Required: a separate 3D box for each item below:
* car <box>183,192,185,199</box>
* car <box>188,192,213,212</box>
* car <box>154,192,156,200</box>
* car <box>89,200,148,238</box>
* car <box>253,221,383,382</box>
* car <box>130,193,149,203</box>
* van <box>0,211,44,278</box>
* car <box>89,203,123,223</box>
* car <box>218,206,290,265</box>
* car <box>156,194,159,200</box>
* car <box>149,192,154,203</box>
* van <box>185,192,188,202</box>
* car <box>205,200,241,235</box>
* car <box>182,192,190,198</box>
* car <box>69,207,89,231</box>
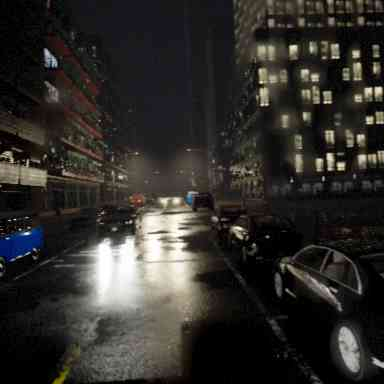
[{"bbox_3d":[-0.103,1.043,56.268,1.947,1.339,4.313,-2,1,-3],"label":"car"},{"bbox_3d":[1.063,0.955,33.506,2.192,1.841,5.009,-2,0,-3],"label":"car"},{"bbox_3d":[-9.023,1.245,67.354,1.967,1.590,4.097,-2,1,-3],"label":"car"},{"bbox_3d":[-3.882,1.516,18.520,2.128,1.511,4.902,-3,1,-3],"label":"car"},{"bbox_3d":[2.507,1.382,5.054,2.008,1.369,4.403,-2,0,-3],"label":"car"},{"bbox_3d":[-8.164,1.247,50.279,2.192,1.841,5.009,-2,0,-3],"label":"car"},{"bbox_3d":[-6.152,1.551,10.440,1.690,1.788,3.998,-2,0,-3],"label":"van"},{"bbox_3d":[-7.007,1.676,27.514,1.802,1.307,4.206,-2,0,-3],"label":"car"},{"bbox_3d":[2.220,1.346,10.744,2.008,1.369,4.403,-2,0,-3],"label":"car"},{"bbox_3d":[-9.889,0.987,84.425,2.192,1.841,5.009,-2,1,-3],"label":"car"},{"bbox_3d":[-8.739,1.163,61.660,2.192,1.841,5.009,-2,1,-3],"label":"car"},{"bbox_3d":[0.212,0.858,50.578,1.690,1.788,3.998,-2,1,-3],"label":"van"},{"bbox_3d":[1.933,1.302,16.435,1.887,1.381,4.507,-2,0,-3],"label":"car"},{"bbox_3d":[-1.550,0.825,84.721,1.947,1.339,4.313,-2,1,-3],"label":"car"},{"bbox_3d":[-6.720,1.685,21.824,2.008,1.369,4.403,-2,0,-3],"label":"car"}]
